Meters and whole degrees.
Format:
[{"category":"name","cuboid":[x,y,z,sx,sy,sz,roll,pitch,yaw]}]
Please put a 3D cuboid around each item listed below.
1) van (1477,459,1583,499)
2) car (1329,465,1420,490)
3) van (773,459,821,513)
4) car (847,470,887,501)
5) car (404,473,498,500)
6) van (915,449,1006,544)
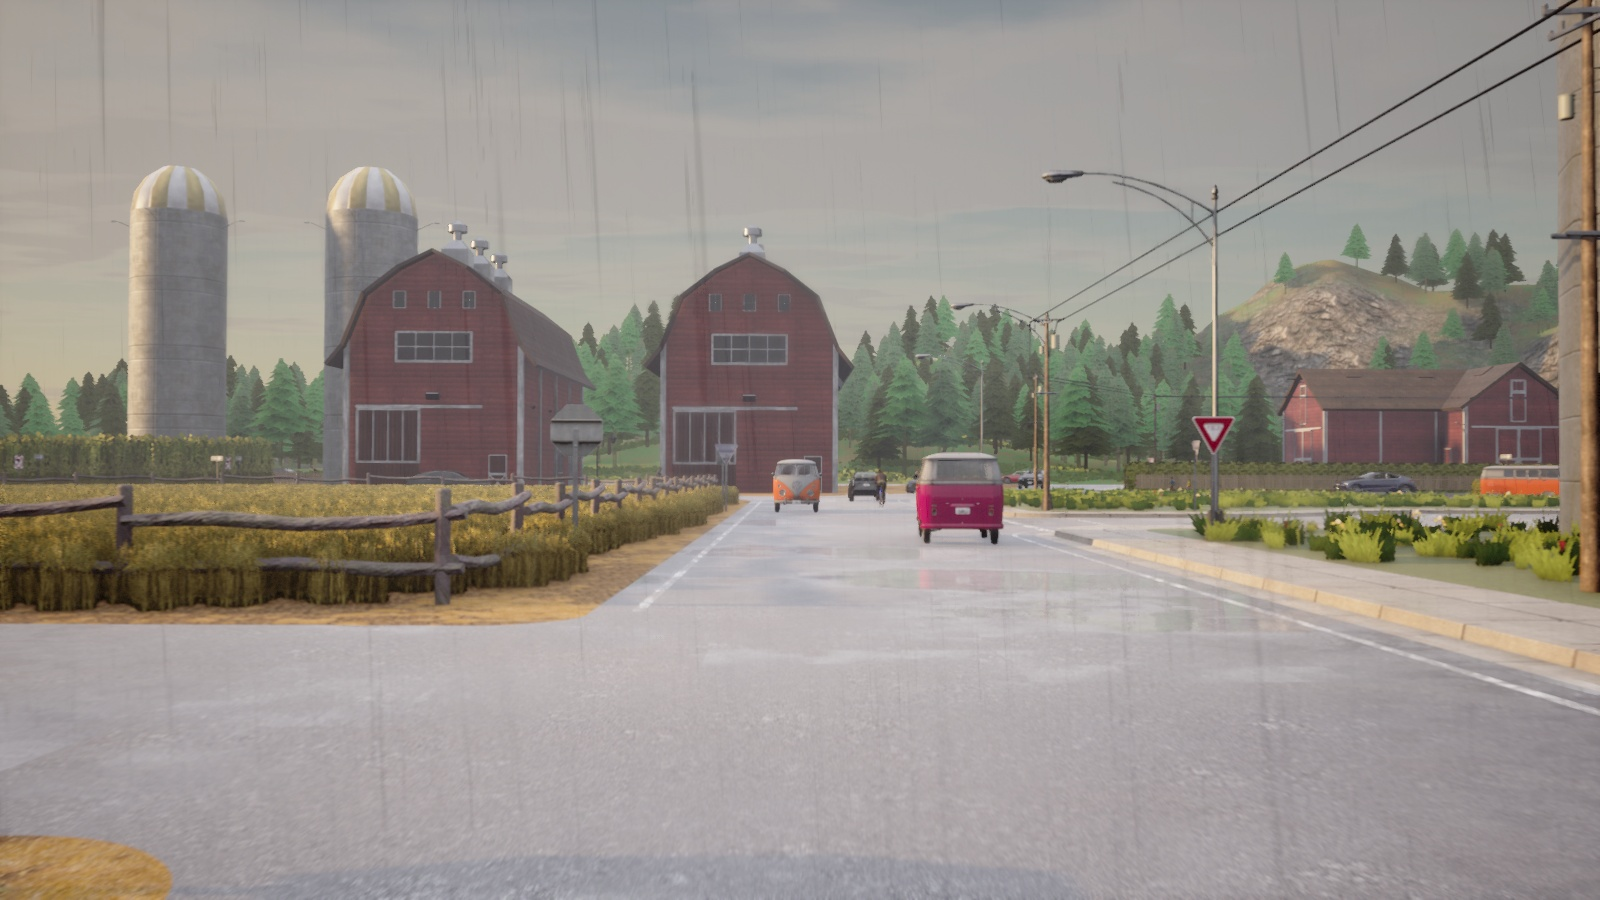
[{"category":"van","cuboid":[37.960,1.487,65.398,1.775,1.987,4.442,0,-1,-43]},{"category":"car","cuboid":[38.264,1.813,83.717,5.027,1.651,2.152,0,-1,0]},{"category":"van","cuboid":[-0.118,1.360,48.358,1.775,1.987,4.442,0,-1,0]},{"category":"car","cuboid":[3.505,1.823,66.012,2.007,1.525,4.514,0,-1,3]},{"category":"car","cuboid":[-19.915,2.077,71.863,4.892,1.490,1.837,0,-1,-3]},{"category":"van","cuboid":[3.569,1.021,28.554,1.775,1.987,4.442,0,-1,4]}]
